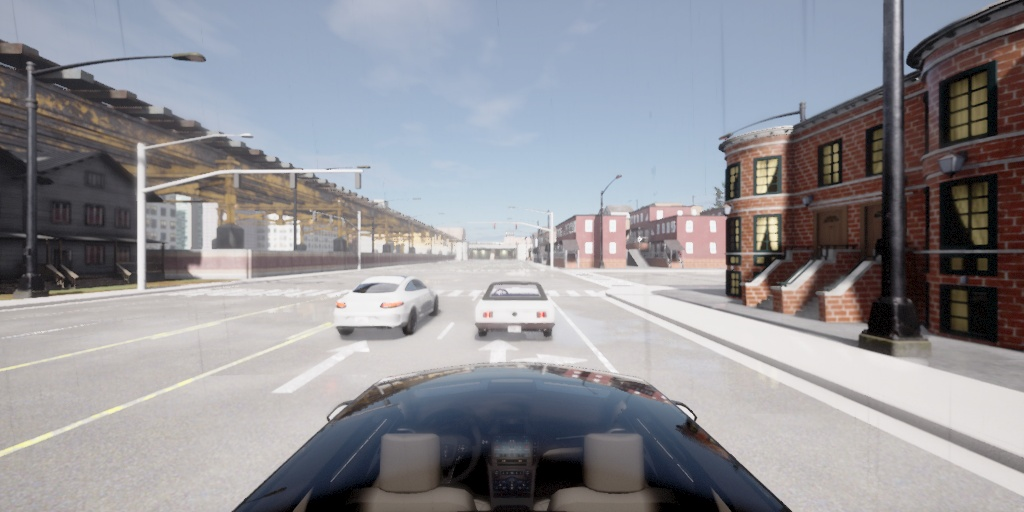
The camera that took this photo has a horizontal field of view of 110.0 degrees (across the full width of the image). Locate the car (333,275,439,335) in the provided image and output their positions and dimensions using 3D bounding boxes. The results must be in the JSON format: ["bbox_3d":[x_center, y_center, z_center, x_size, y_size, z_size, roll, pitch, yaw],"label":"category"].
[{"bbox_3d":[-3.401,1.274,10.379,1.812,1.442,4.674,0,0,0],"label":"car"}]

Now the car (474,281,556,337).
[{"bbox_3d":[0.102,1.349,10.272,1.895,1.301,4.718,0,0,1],"label":"car"}]
